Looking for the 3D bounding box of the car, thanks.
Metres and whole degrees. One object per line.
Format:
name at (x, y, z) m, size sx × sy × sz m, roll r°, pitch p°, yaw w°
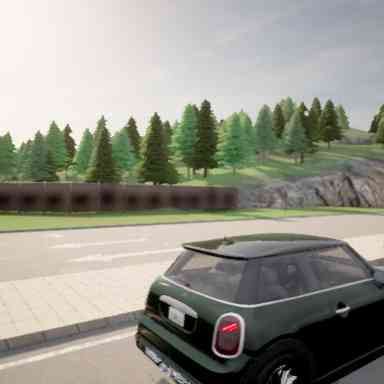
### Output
car at (1.564, 1.401, 4.869) m, size 4.553 × 1.767 × 2.097 m, roll 1°, pitch 0°, yaw -35°
